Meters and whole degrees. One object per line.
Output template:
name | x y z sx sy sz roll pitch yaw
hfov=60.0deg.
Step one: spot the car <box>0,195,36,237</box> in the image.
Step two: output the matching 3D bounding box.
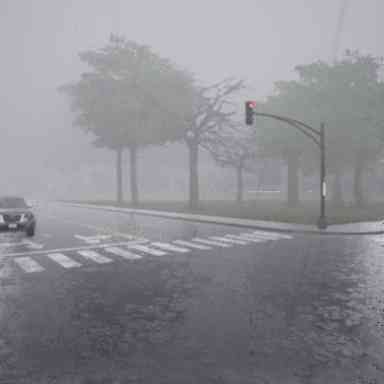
car | -9.772 1.186 17.342 2.150 2.045 5.566 0 0 -36
